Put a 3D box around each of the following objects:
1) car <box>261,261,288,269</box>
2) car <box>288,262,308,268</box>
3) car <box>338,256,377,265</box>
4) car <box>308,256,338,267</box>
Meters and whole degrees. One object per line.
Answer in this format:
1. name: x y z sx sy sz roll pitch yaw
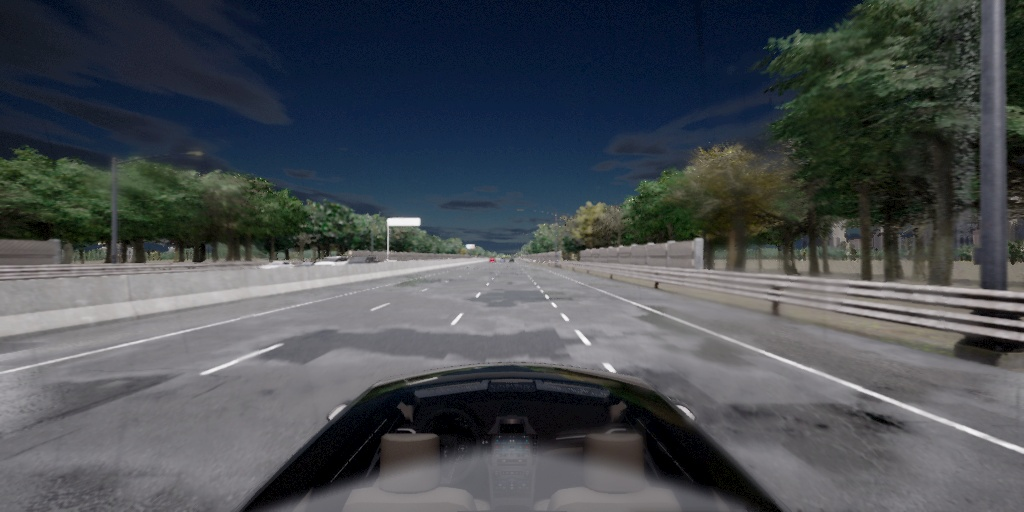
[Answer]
1. car: -28.081 1.382 43.226 1.812 1.442 4.674 0 0 0
2. car: -24.584 1.383 43.651 1.812 1.442 4.674 0 0 0
3. car: -17.593 1.075 41.921 2.150 2.045 5.566 0 0 0
4. car: -21.089 1.076 42.327 2.150 2.045 5.566 0 0 0
